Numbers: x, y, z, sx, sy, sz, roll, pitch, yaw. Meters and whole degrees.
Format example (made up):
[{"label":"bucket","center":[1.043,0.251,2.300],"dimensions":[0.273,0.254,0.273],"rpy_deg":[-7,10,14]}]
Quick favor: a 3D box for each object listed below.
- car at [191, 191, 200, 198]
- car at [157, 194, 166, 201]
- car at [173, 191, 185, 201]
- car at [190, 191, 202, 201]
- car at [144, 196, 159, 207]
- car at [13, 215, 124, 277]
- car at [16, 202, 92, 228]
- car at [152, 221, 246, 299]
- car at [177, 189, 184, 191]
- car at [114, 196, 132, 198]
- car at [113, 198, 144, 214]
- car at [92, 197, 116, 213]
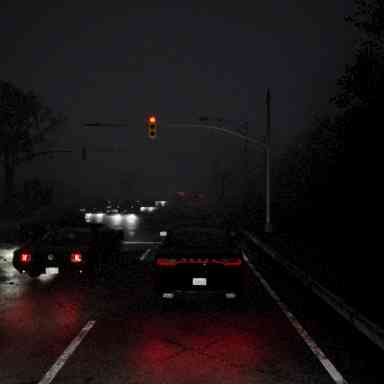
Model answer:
[{"label":"car","center":[0.815,0.561,77.603],"dimensions":[1.895,1.301,4.718],"rpy_deg":[0,3,1]},{"label":"car","center":[-6.327,1.082,66.984],"dimensions":[1.994,1.385,4.181],"rpy_deg":[0,3,1]},{"label":"car","center":[-2.808,1.070,66.869],"dimensions":[2.033,1.411,5.357],"rpy_deg":[0,3,1]},{"label":"car","center":[0.792,0.738,66.938],"dimensions":[2.150,2.045,5.566],"rpy_deg":[0,3,1]},{"label":"car","center":[-6.597,1.565,49.848],"dimensions":[1.994,1.385,4.181],"rpy_deg":[0,0,1]},{"label":"car","center":[-3.373,1.601,10.199],"dimensions":[1.895,1.301,4.718],"rpy_deg":[0,0,-1]},{"label":"car","center":[-6.975,1.477,16.906],"dimensions":[1.882,1.535,5.008],"rpy_deg":[0,0,1]},{"label":"car","center":[0.153,1.478,8.522],"dimensions":[1.882,1.535,5.008],"rpy_deg":[0,0,0]},{"label":"car","center":[-2.689,0.173,77.247],"dimensions":[2.097,1.767,4.553],"rpy_deg":[0,3,1]},{"label":"car","center":[-10.147,1.352,45.669],"dimensions":[2.097,1.767,4.553],"rpy_deg":[0,0,1]},{"label":"car","center":[-6.761,1.600,35.989],"dimensions":[1.895,1.301,4.718],"rpy_deg":[0,0,1]},{"label":"car","center":[-10.246,1.564,37.068],"dimensions":[1.994,1.385,4.181],"rpy_deg":[0,0,1]}]
